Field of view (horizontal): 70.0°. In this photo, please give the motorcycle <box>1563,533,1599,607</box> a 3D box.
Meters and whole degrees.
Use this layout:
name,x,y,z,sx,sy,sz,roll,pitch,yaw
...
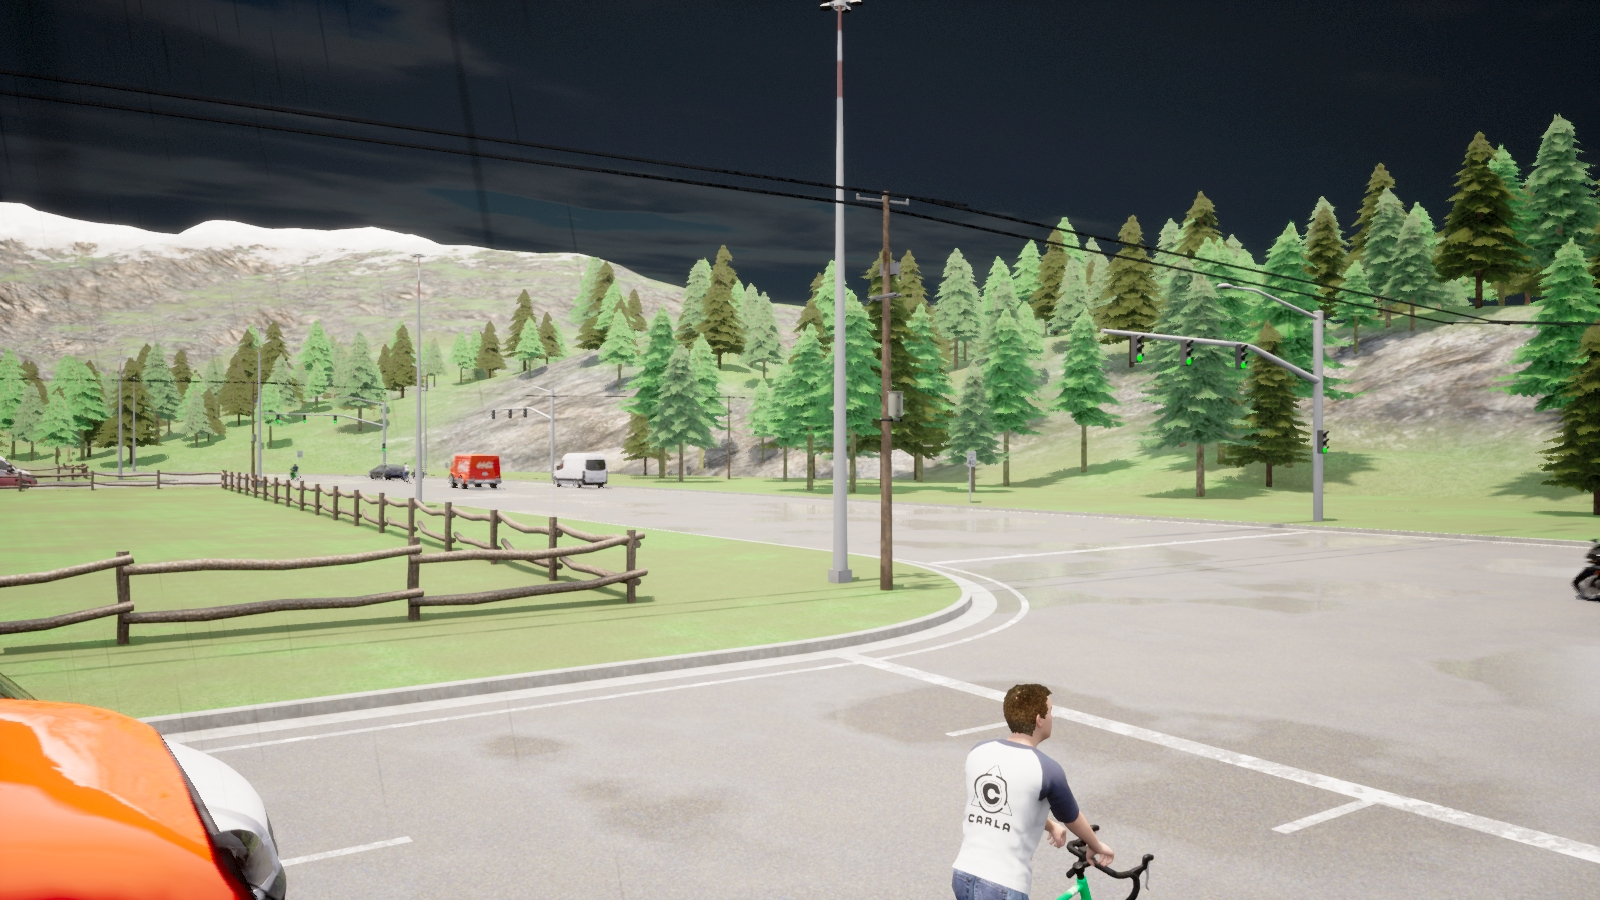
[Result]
name,x,y,z,sx,sy,sz,roll,pitch,yaw
motorcycle,15.025,2.189,20.355,0.867,1.251,2.209,0,0,-35

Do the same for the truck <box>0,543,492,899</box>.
name,x,y,z,sx,sy,sz,roll,pitch,yaw
truck,-3.393,1.570,1.496,5.204,2.467,2.627,0,0,-34

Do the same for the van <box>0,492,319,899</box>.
name,x,y,z,sx,sy,sz,roll,pitch,yaw
van,-5.215,1.535,4.399,5.915,2.561,1.988,0,0,-35

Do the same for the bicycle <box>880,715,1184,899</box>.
name,x,y,z,sx,sy,sz,roll,pitch,yaw
bicycle,1.060,2.053,4.957,1.643,1.496,0.373,0,0,-41
